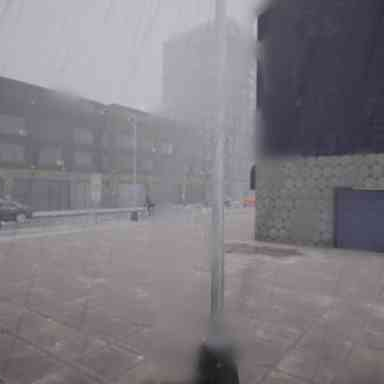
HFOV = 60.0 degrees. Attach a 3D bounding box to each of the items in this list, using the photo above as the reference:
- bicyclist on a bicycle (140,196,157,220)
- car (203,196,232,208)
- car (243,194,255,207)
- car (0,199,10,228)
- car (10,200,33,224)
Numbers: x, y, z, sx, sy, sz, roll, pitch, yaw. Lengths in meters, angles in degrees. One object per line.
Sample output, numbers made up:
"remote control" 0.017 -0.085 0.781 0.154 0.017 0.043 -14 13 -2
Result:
"bicyclist on a bicycle" -3.014 1.098 23.052 1.656 1.620 0.582 1 0 36
"car" 3.318 1.190 41.954 1.837 1.490 4.892 1 0 36
"car" 8.671 1.068 44.489 2.097 1.767 4.553 1 1 36
"car" -11.692 1.130 15.915 2.097 1.767 4.553 1 1 36
"car" -12.250 1.236 20.212 1.837 1.490 4.892 1 1 36
